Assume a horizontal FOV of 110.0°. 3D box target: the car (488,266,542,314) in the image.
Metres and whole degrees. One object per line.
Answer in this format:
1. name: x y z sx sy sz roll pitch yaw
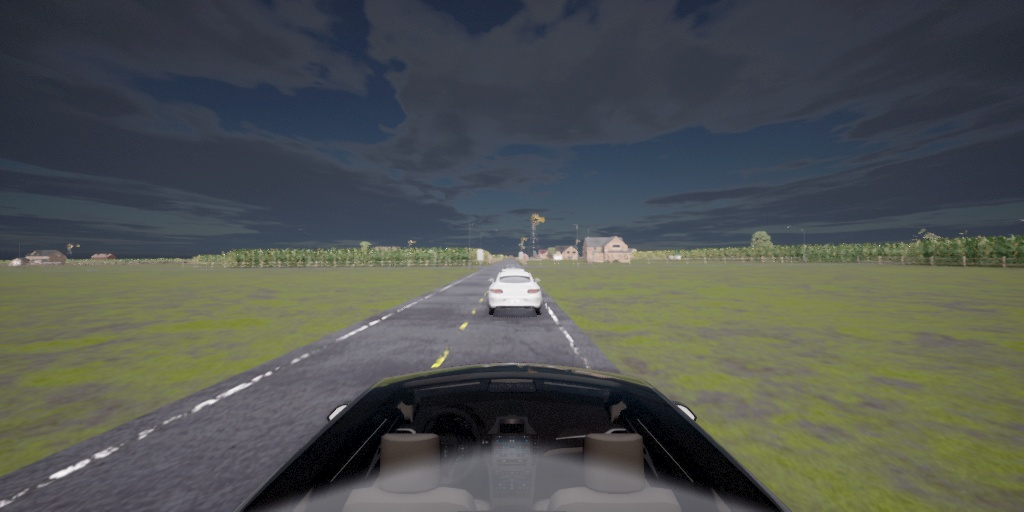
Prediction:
1. car: 0.099 1.274 13.662 1.812 1.442 4.674 0 0 0

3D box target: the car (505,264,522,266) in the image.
1. car: 0.100 1.355 30.933 1.895 1.301 4.718 0 0 0
